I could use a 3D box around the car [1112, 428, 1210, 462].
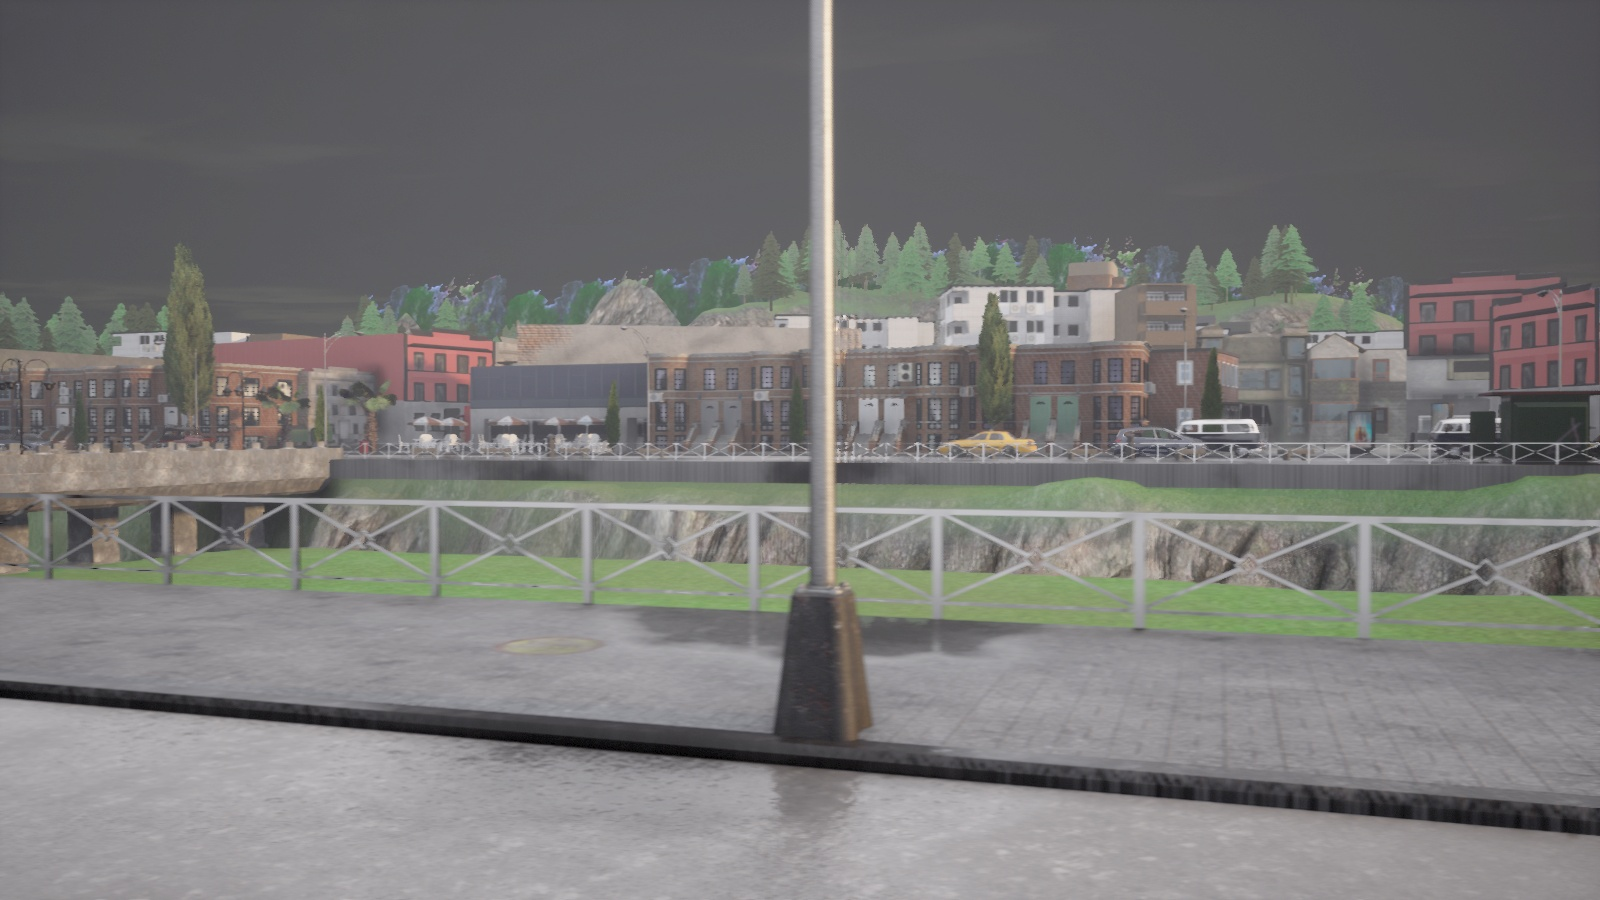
[{"bbox_3d":[18.051,-0.265,62.733,4.611,1.667,2.242,1,1,19],"label":"car"}]

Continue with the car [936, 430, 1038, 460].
[{"bbox_3d":[10.354,-0.309,69.536,5.366,1.575,1.801,1,1,19],"label":"car"}]

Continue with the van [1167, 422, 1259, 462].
[{"bbox_3d":[21.610,-0.421,65.755,4.480,2.038,2.069,1,1,19],"label":"van"}]

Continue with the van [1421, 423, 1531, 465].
[{"bbox_3d":[33.237,-0.315,61.854,4.480,2.038,2.069,1,1,19],"label":"van"}]

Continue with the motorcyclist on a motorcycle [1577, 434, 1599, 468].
[{"bbox_3d":[36.304,0.039,56.611,2.044,1.523,0.797,1,1,19],"label":"motorcyclist on a motorcycle"}]

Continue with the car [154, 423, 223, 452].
[{"bbox_3d":[-40.018,-0.844,82.210,3.866,1.878,1.905,1,1,19],"label":"car"}]
